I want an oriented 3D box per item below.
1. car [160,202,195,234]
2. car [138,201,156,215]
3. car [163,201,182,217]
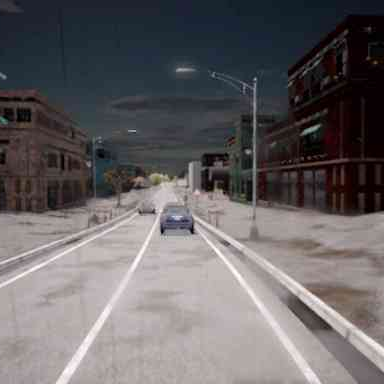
[{"bbox_3d":[-1.021,1.672,21.821,2.097,1.767,4.553,0,-2,-4],"label":"car"},{"bbox_3d":[-5.757,1.951,42.769,2.097,1.767,4.553,-1,1,-5],"label":"car"},{"bbox_3d":[-2.303,1.959,39.498,2.097,1.767,4.553,0,0,-4],"label":"car"}]
